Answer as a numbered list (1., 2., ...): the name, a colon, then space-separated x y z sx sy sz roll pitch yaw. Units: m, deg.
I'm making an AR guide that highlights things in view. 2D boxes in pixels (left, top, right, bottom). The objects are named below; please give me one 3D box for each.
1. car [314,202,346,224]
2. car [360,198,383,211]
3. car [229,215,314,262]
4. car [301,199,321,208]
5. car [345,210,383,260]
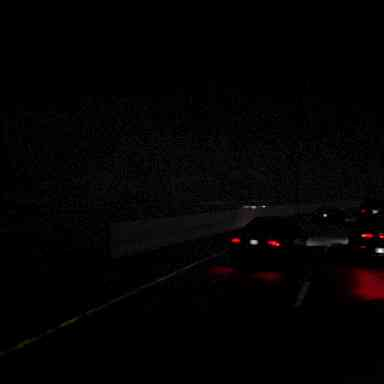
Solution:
1. car: 11.383 1.785 27.417 1.994 1.385 4.181 0 0 32
2. car: 13.723 1.441 24.583 2.150 2.045 5.566 0 0 32
3. car: 3.094 1.637 12.612 2.033 1.411 5.357 0 0 27
4. car: 21.044 2.016 58.641 1.994 1.385 4.181 0 0 41
5. car: 6.899 1.610 12.315 1.837 1.490 4.892 0 -2 28
